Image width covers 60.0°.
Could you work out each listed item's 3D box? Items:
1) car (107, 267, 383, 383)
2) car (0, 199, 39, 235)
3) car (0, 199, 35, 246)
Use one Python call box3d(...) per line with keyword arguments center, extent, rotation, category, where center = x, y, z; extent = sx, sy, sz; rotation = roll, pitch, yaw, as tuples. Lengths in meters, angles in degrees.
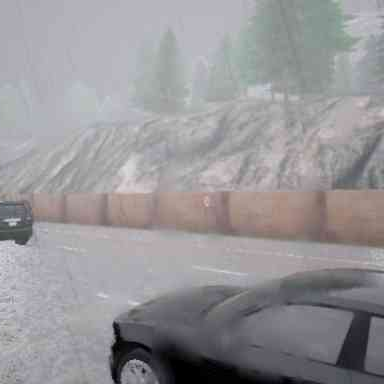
box3d(center=(1.337, 1.488, 3.060), extent=(5.008, 1.535, 1.882), rotation=(-1, -1, 35), category="car")
box3d(center=(-12.693, 1.521, 22.188), extent=(5.566, 2.045, 2.150), rotation=(-1, 0, 37), category="car")
box3d(center=(-9.568, 1.437, 15.412), extent=(5.566, 2.045, 2.150), rotation=(-1, 0, 37), category="car")
